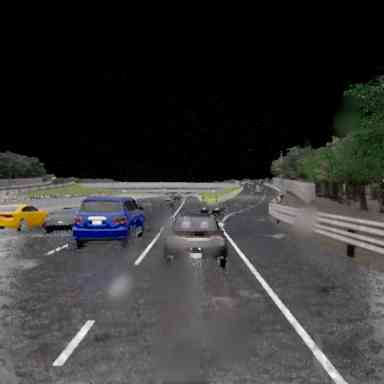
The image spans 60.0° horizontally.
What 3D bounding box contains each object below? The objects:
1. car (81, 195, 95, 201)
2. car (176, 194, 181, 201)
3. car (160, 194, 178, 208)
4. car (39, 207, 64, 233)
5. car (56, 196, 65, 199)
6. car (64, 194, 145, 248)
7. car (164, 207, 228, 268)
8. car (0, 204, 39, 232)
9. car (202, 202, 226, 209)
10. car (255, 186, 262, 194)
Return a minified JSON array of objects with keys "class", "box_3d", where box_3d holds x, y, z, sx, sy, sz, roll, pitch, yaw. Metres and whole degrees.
[{"class":"car","box_3d":[-24.610,1.358,78.502,1.994,1.385,4.181,0,0,0]},{"class":"car","box_3d":[-3.620,1.301,79.791,1.837,1.490,4.892,0,0,-1]},{"class":"car","box_3d":[-3.447,1.475,47.302,1.837,1.490,4.892,0,0,0]},{"class":"car","box_3d":[-6.862,1.550,19.416,1.994,1.385,4.181,0,0,0]},{"class":"car","box_3d":[-24.511,1.483,62.679,1.994,1.385,4.181,0,0,0]},{"class":"car","box_3d":[-3.475,1.212,14.874,2.150,2.045,5.566,0,0,0]},{"class":"car","box_3d":[0.125,1.483,11.294,2.128,1.511,4.902,0,0,0]},{"class":"car","box_3d":[-10.361,1.463,20.004,1.882,1.535,5.008,0,0,0]},{"class":"car","box_3d":[2.206,1.595,32.930,1.895,1.301,4.718,1,0,13]},{"class":"car","box_3d":[17.764,-0.309,89.151,2.033,1.411,5.357,0,3,11]}]
